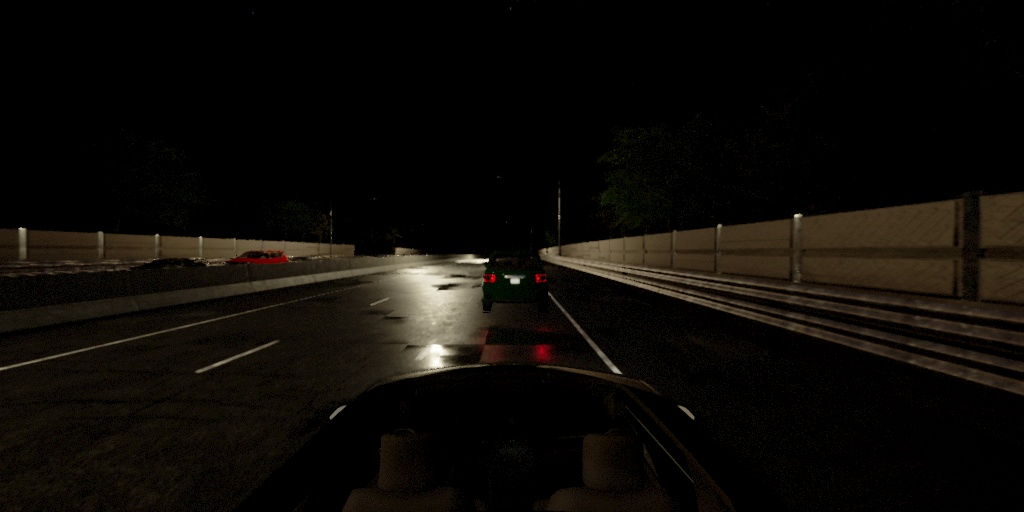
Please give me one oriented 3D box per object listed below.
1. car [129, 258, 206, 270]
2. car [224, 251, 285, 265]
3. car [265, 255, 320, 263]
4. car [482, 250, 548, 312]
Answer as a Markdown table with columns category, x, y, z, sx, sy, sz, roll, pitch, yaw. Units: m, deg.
| category | x | y | z | sx | sy | sz | roll | pitch | yaw |
| --- | --- | --- | --- | --- | --- | --- | --- | --- | --- |
| car | -24.598 | 0.905 | 25.776 | 1.837 | 1.490 | 4.892 | 0 | 1 | 0 |
| car | -21.094 | 0.567 | 29.811 | 2.150 | 2.045 | 5.566 | 0 | 0 | 0 |
| car | -17.594 | 0.836 | 29.779 | 2.128 | 1.511 | 4.902 | 0 | 1 | 0 |
| car | 0.095 | 0.806 | 13.432 | 2.150 | 2.045 | 5.566 | 0 | 1 | 0 |
